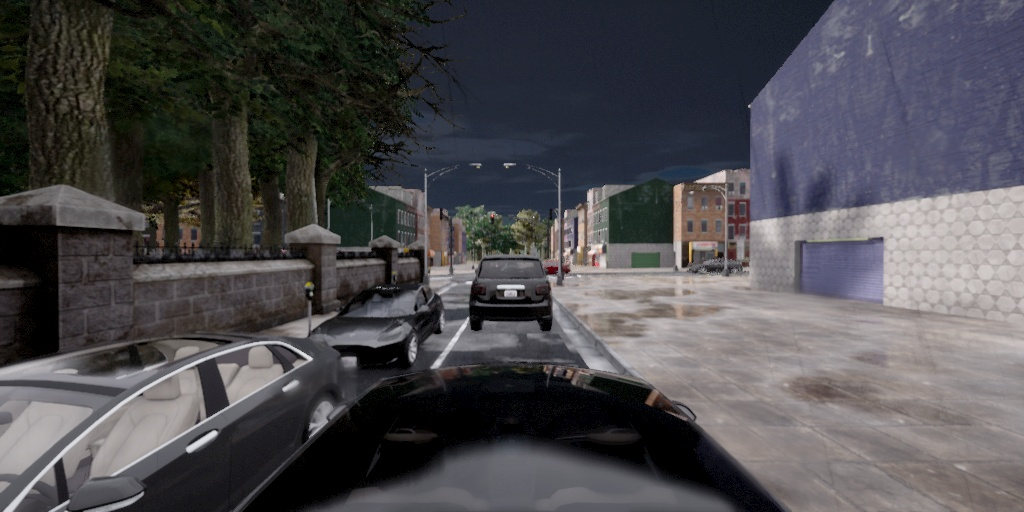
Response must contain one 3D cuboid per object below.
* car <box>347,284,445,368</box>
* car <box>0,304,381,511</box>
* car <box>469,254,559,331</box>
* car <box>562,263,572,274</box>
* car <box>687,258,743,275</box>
[{"bbox_3d":[-2.634,1.319,7.893,1.948,1.339,4.313,0,0,0],"label":"car"},{"bbox_3d":[-2.641,1.300,2.205,2.007,1.370,4.403,0,0,0],"label":"car"},{"bbox_3d":[-0.012,0.978,11.099,2.150,2.045,5.566,0,0,0],"label":"car"},{"bbox_3d":[3.394,1.210,35.791,5.008,1.535,1.882,-2,1,19],"label":"car"},{"bbox_3d":[19.402,0.994,34.456,4.892,1.490,1.837,-1,0,0],"label":"car"}]
